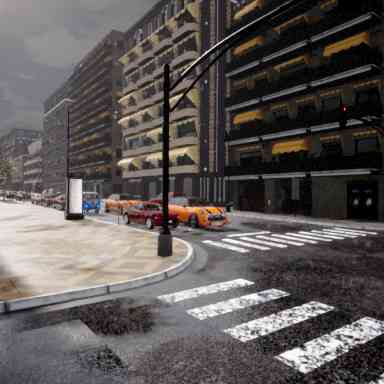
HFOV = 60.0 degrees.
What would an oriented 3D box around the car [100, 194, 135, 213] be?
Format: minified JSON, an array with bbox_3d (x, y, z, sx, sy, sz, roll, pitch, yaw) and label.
[{"bbox_3d":[-5.574,0.955,27.753,2.097,1.767,4.553,1,0,-36],"label":"car"}]

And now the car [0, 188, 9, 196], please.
[{"bbox_3d":[-42.402,-0.022,73.913,2.192,1.841,5.009,2,0,-36],"label":"car"}]

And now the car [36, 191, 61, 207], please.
[{"bbox_3d":[-15.759,0.909,37.340,1.887,1.381,4.507,2,0,-36],"label":"car"}]

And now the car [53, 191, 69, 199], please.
[{"bbox_3d":[-25.747,0.529,65.277,1.752,1.417,4.829,2,0,-36],"label":"car"}]

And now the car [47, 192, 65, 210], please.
[{"bbox_3d":[-12.427,0.997,32.768,1.887,1.381,4.507,2,0,-36],"label":"car"}]

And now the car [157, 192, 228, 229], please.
[{"bbox_3d":[0.110,1.106,19.902,2.097,1.767,4.553,1,0,-35],"label":"car"}]

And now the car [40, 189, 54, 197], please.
[{"bbox_3d":[-32.307,0.272,74.283,1.967,1.590,4.097,2,0,-36],"label":"car"}]

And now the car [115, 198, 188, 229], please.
[{"bbox_3d":[-2.434,1.261,19.053,1.887,1.381,4.507,2,0,-36],"label":"car"}]

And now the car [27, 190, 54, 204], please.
[{"bbox_3d":[-18.990,0.805,41.774,1.752,1.417,4.829,2,0,-36],"label":"car"}]

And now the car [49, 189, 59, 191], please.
[{"bbox_3d":[-25.090,0.599,59.983,2.033,1.411,5.357,1,0,-38],"label":"car"}]

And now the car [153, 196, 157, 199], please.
[{"bbox_3d":[-2.322,0.936,33.138,2.192,1.841,5.009,2,0,-36],"label":"car"}]

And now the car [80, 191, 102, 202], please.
[{"bbox_3d":[-15.650,0.710,51.425,1.967,1.590,4.097,2,0,-36],"label":"car"}]

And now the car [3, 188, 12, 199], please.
[{"bbox_3d":[-32.416,0.470,60.198,1.887,1.381,4.507,2,0,-36],"label":"car"}]

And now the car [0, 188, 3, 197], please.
[{"bbox_3d":[-39.078,0.301,69.341,2.008,1.369,4.403,2,0,-36],"label":"car"}]

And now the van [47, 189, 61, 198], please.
[{"bbox_3d":[-28.973,0.260,69.711,1.690,1.788,3.998,2,0,-36],"label":"van"}]

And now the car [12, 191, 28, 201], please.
[{"bbox_3d":[-25.749,0.541,51.055,1.967,1.590,4.097,2,0,-36],"label":"car"}]

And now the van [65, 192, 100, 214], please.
[{"bbox_3d":[-9.090,0.881,28.197,1.690,1.788,3.998,2,0,-36],"label":"van"}]
